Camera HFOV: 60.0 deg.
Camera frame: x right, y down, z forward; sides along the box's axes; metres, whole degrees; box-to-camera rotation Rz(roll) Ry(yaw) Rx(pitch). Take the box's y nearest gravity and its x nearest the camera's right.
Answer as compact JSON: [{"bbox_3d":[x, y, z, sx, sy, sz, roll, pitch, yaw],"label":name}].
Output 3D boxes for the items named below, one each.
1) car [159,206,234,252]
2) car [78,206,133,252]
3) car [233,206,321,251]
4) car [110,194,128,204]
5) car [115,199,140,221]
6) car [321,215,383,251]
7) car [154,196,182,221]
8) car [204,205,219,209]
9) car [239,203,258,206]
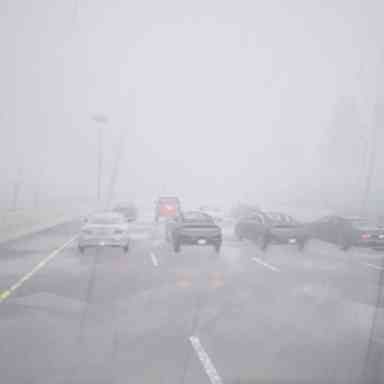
[{"bbox_3d":[-0.056,1.581,14.378,2.128,1.511,4.902,1,0,-10],"label":"car"},{"bbox_3d":[-3.514,1.549,13.841,1.812,1.442,4.674,1,0,-10],"label":"car"},{"bbox_3d":[3.387,1.647,15.002,2.128,1.511,4.902,1,0,-10],"label":"car"},{"bbox_3d":[-15.728,1.388,71.730,2.150,2.045,5.566,1,0,6],"label":"car"},{"bbox_3d":[-5.570,1.555,28.384,1.882,1.535,5.008,1,0,-6],"label":"car"},{"bbox_3d":[6.875,1.766,15.333,2.033,1.411,5.357,1,0,-10],"label":"car"},{"bbox_3d":[-2.048,1.355,28.276,2.150,2.045,5.566,1,0,-6],"label":"car"},{"bbox_3d":[1.417,1.805,28.747,1.895,1.301,4.718,1,0,-6],"label":"car"},{"bbox_3d":[4.884,1.777,29.301,1.837,1.490,4.892,1,0,-6],"label":"car"}]
